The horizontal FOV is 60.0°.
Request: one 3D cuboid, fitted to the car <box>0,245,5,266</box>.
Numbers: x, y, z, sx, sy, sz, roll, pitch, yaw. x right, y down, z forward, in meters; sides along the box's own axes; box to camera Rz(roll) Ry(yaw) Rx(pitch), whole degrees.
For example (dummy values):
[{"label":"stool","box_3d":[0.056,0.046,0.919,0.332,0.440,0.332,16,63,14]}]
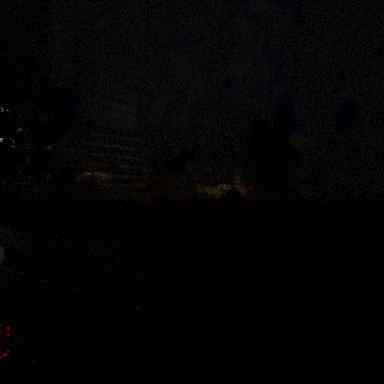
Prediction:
[{"label":"car","box_3d":[-6.831,1.457,8.511,4.718,1.301,1.895,1,1,35]}]
